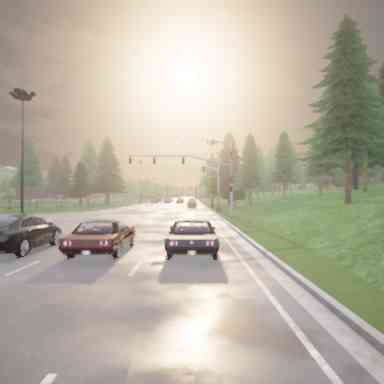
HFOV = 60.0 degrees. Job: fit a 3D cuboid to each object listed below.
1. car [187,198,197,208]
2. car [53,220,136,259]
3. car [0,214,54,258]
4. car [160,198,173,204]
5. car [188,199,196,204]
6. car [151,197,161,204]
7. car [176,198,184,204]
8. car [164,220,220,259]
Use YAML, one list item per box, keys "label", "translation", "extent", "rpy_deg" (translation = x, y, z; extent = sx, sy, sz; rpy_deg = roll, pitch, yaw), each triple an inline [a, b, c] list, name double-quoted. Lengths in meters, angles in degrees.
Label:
- label: "car"
  translation: [-0.011, 2.176, 63.049]
  extent: [1.882, 1.535, 5.008]
  rpy_deg: [0, -1, 0]
- label: "car"
  translation: [-3.482, 1.749, 13.231]
  extent: [1.895, 1.301, 4.718]
  rpy_deg: [0, -1, 0]
- label: "car"
  translation: [-6.981, 1.658, 13.489]
  extent: [1.837, 1.490, 4.892]
  rpy_deg: [0, 0, 0]
- label: "car"
  translation: [-7.016, 2.567, 93.658]
  extent: [2.033, 1.411, 5.357]
  rpy_deg: [0, -1, 0]
- label: "car"
  translation: [-0.016, 2.586, 94.076]
  extent: [1.994, 1.385, 4.181]
  rpy_deg: [0, -1, 0]
- label: "car"
  translation: [-10.516, 2.567, 93.658]
  extent: [2.033, 1.411, 5.357]
  rpy_deg: [0, -1, 0]
- label: "car"
  translation: [-3.516, 2.585, 94.076]
  extent: [1.994, 1.385, 4.181]
  rpy_deg: [0, -1, 0]
- label: "car"
  translation: [0.018, 1.749, 13.229]
  extent: [1.895, 1.301, 4.718]
  rpy_deg: [0, -1, 0]
